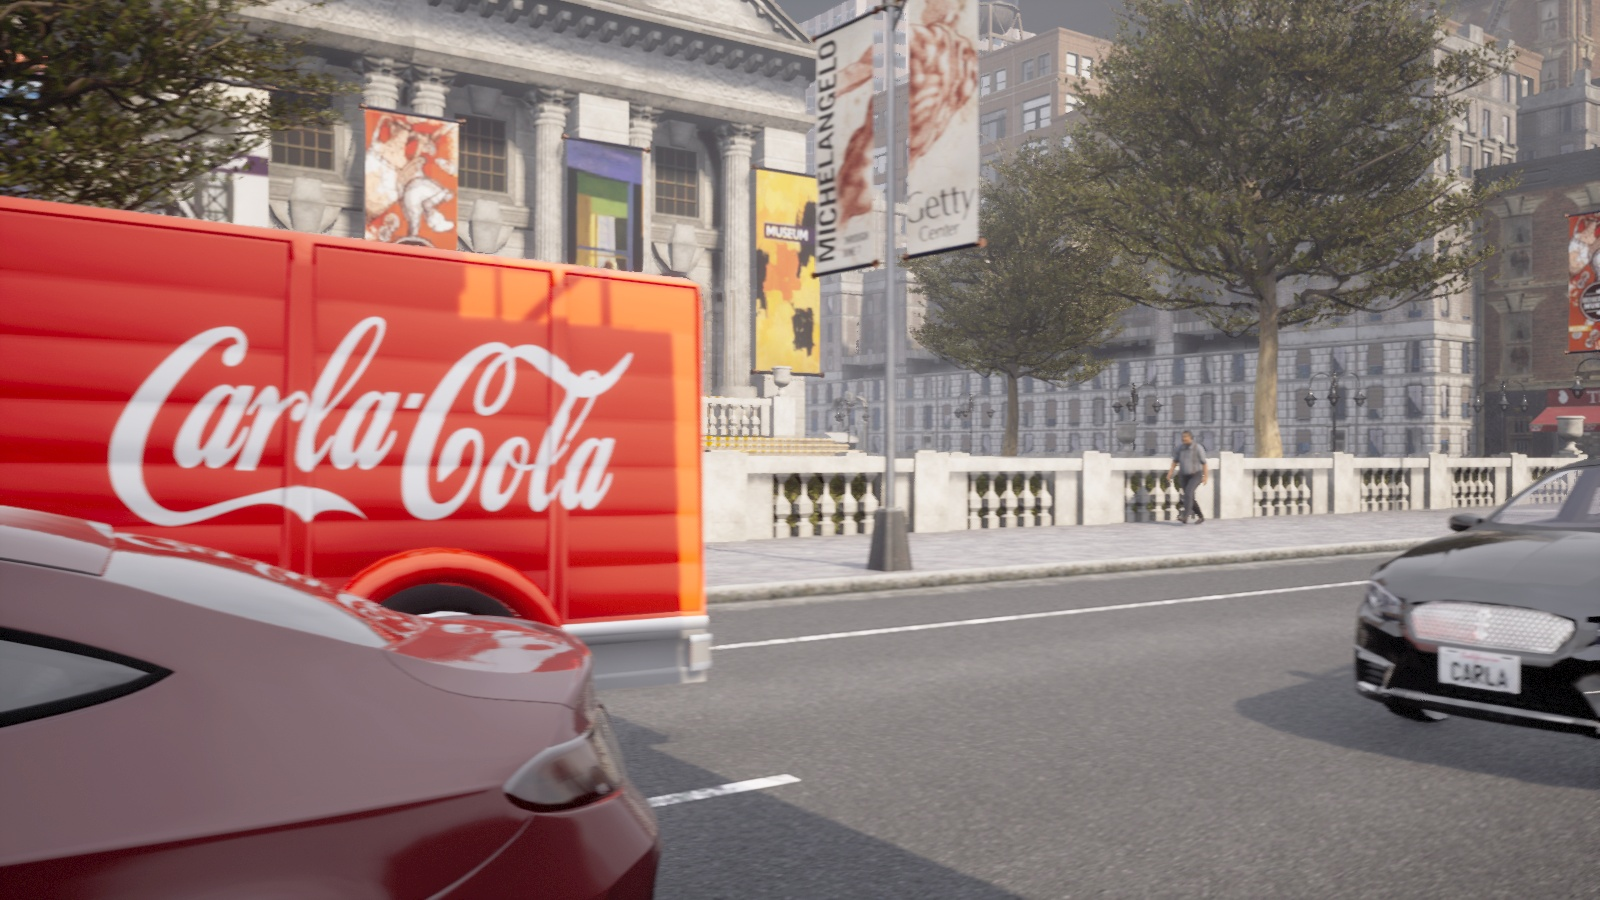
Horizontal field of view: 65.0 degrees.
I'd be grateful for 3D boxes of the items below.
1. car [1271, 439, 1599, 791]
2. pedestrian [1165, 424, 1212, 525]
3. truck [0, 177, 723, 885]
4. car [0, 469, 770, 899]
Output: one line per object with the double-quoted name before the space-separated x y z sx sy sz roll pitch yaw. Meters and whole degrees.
"car" 5.129 0.709 7.241 4.902 1.511 2.128 0 0 -35
"pedestrian" 7.220 0.447 23.319 0.694 1.848 0.540 0 0 -40
"truck" -3.272 0.291 5.645 5.204 2.467 2.627 1 -1 -35
"car" -2.495 0.780 1.922 4.674 1.442 1.812 0 0 -35
